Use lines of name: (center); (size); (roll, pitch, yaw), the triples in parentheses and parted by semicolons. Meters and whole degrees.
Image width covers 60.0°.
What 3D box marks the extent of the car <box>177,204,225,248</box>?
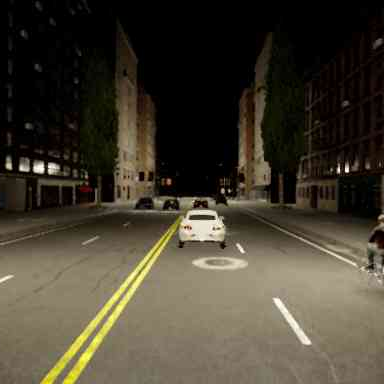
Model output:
car: (0.437, 1.495, 14.613); (1.812, 1.442, 4.674); (1, 0, 1)

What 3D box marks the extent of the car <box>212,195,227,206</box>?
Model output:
car: (4.681, 1.407, 54.060); (1.837, 1.490, 4.892); (1, 0, 1)

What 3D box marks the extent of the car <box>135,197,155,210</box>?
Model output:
car: (-5.613, 1.373, 40.000); (1.812, 1.442, 4.674); (1, 0, 2)

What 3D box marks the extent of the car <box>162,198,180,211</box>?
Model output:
car: (-2.380, 1.426, 39.461); (2.033, 1.411, 5.357); (1, 0, 2)

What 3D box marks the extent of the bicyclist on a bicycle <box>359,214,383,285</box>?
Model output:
bicyclist on a bicycle: (4.307, 1.392, 7.714); (0.659, 1.776, 1.843); (1, 0, 1)

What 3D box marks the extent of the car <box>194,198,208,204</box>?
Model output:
car: (1.188, 1.499, 44.415); (1.895, 1.301, 4.718); (1, 0, 1)
